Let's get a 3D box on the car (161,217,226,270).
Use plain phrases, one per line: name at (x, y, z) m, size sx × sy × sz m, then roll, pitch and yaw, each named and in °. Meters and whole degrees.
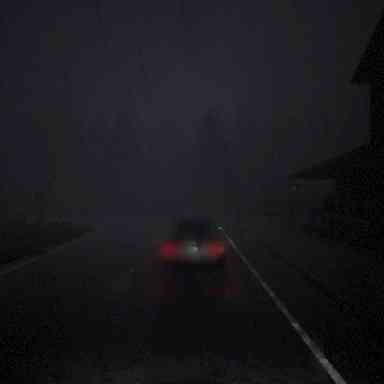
car at (0.058, 1.540, 10.990) m, size 2.033 × 1.411 × 5.357 m, roll 0°, pitch 0°, yaw 0°
